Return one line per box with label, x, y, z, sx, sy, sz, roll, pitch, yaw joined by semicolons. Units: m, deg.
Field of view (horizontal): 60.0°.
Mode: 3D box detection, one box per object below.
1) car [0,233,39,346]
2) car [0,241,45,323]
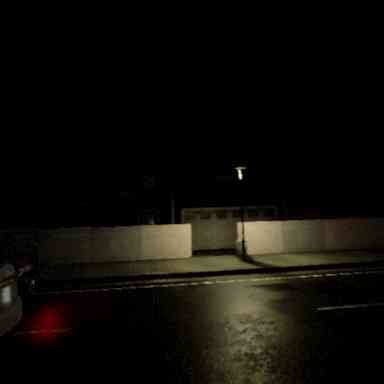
car;-5.377;1.624;4.478;5.566;2.045;2.150;-1;-3;-9
car;-6.266;2.070;7.604;5.008;1.535;1.882;-1;-3;-9
